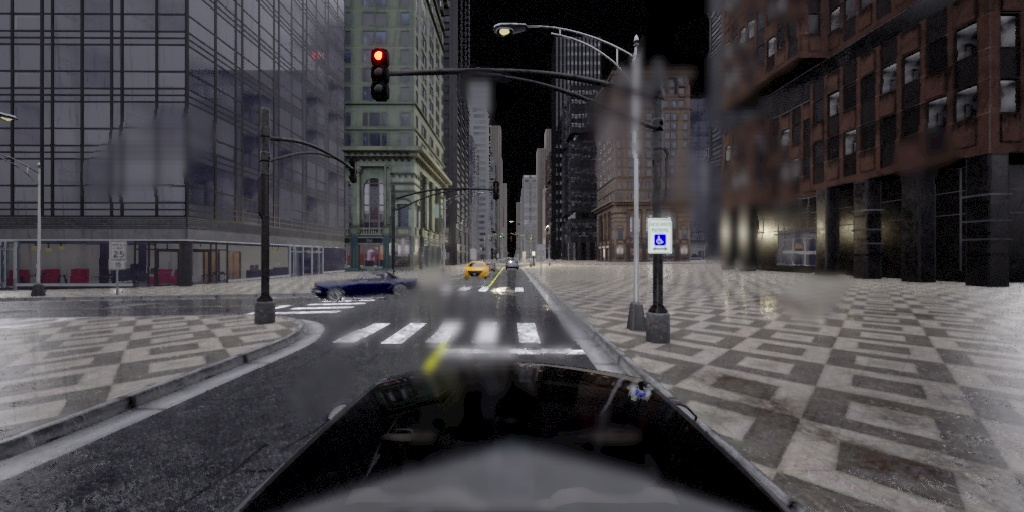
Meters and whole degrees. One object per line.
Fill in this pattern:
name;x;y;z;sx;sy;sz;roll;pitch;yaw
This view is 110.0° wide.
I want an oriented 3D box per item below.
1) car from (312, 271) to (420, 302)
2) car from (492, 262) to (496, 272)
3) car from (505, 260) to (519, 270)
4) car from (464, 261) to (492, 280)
car;-7.110;1.418;17.583;4.718;1.301;1.895;-1;0;-35
car;-3.075;1.320;45.782;1.994;1.385;4.181;0;0;0
car;0.015;1.325;53.451;1.994;1.385;4.181;0;0;0
car;-3.090;1.228;32.019;1.882;1.535;5.008;0;0;0
